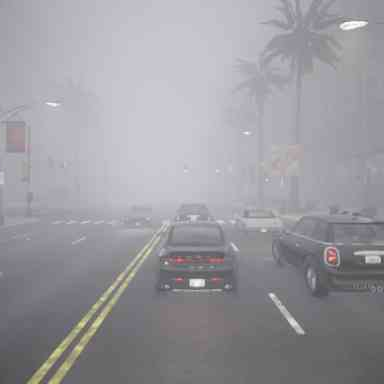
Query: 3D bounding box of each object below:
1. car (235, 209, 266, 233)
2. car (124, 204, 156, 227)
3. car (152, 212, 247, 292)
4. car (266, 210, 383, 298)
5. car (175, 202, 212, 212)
[{"bbox_3d":[3.584,1.624,18.808,1.895,1.301,4.718,0,0,0],"label":"car"},{"bbox_3d":[-3.459,1.576,23.118,2.033,1.411,5.357,0,0,-3],"label":"car"},{"bbox_3d":[0.094,1.517,8.920,1.837,1.490,4.892,0,0,0],"label":"car"},{"bbox_3d":[3.591,1.362,8.728,2.097,1.767,4.553,0,0,0],"label":"car"},{"bbox_3d":[0.083,1.374,19.110,2.097,1.767,4.553,0,0,0],"label":"car"}]
